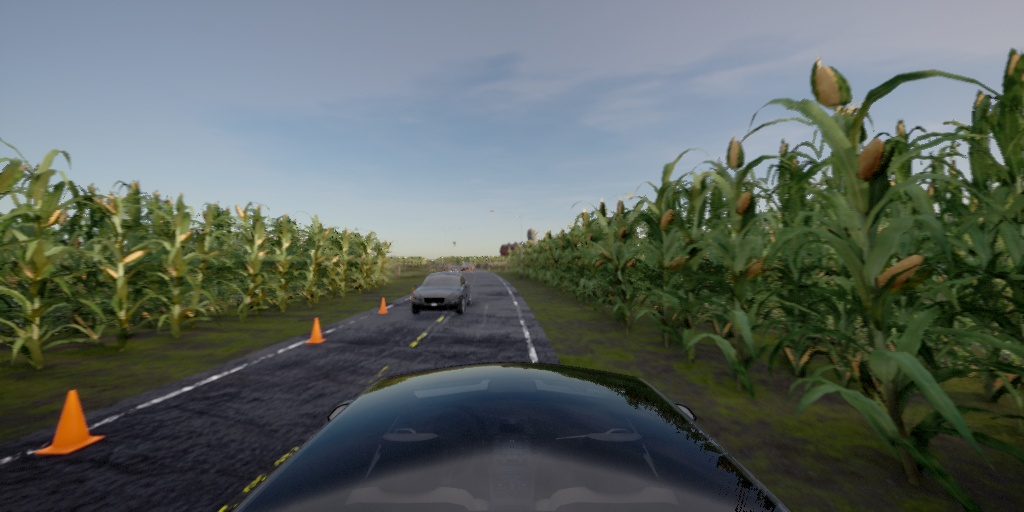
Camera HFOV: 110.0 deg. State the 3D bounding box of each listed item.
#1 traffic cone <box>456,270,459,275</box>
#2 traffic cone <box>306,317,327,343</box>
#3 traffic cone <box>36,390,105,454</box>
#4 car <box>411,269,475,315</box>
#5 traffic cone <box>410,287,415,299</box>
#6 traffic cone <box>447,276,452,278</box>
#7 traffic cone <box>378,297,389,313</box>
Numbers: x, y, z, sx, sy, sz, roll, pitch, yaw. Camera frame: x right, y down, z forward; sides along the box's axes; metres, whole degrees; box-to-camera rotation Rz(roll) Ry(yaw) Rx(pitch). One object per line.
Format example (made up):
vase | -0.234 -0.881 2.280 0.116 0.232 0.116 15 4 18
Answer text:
traffic cone | -6.978 2.278 43.543 0.340 0.580 0.340 0 0 -6
traffic cone | -4.811 1.807 8.821 0.340 0.580 0.340 0 0 -1
traffic cone | -4.731 1.740 3.851 0.340 0.580 0.340 0 0 -1
car | -2.725 1.433 14.583 1.837 1.490 4.892 0 -1 -2
traffic cone | -5.143 1.941 18.758 0.340 0.580 0.340 0 0 -3
traffic cone | -6.071 2.143 33.643 0.340 0.580 0.340 0 0 -5
traffic cone | -4.948 1.874 13.791 0.340 0.580 0.340 0 0 -2
